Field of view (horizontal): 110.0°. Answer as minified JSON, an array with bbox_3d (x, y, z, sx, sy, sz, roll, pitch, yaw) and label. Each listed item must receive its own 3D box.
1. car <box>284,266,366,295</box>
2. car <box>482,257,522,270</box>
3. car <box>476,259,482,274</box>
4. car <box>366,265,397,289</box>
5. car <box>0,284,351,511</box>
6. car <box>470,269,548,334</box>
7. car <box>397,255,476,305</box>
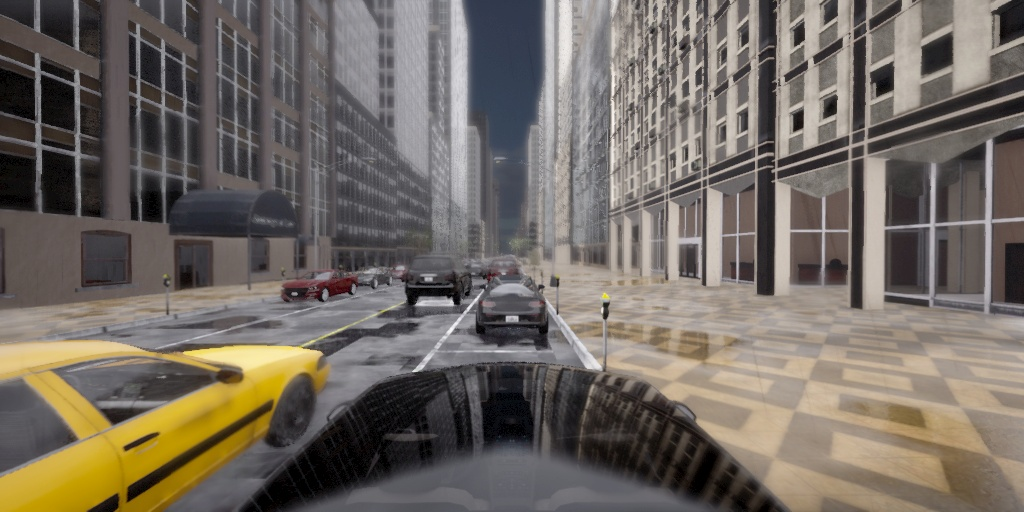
[{"bbox_3d":[-8.837,1.292,16.839,1.888,1.381,4.507,0,0,0],"label":"car"},{"bbox_3d":[-0.457,1.061,22.523,2.192,1.841,5.009,0,0,0],"label":"car"},{"bbox_3d":[-3.141,1.270,31.622,1.812,1.442,4.674,0,0,0],"label":"car"},{"bbox_3d":[-8.838,1.296,22.523,2.007,1.370,4.403,0,0,0],"label":"car"},{"bbox_3d":[-3.146,1.205,2.237,1.801,1.575,5.366,0,0,0],"label":"car"},{"bbox_3d":[0.003,1.274,10.501,1.812,1.442,4.674,0,0,0],"label":"car"},{"bbox_3d":[-3.146,0.964,16.244,2.150,2.045,5.566,0,0,0],"label":"car"}]
